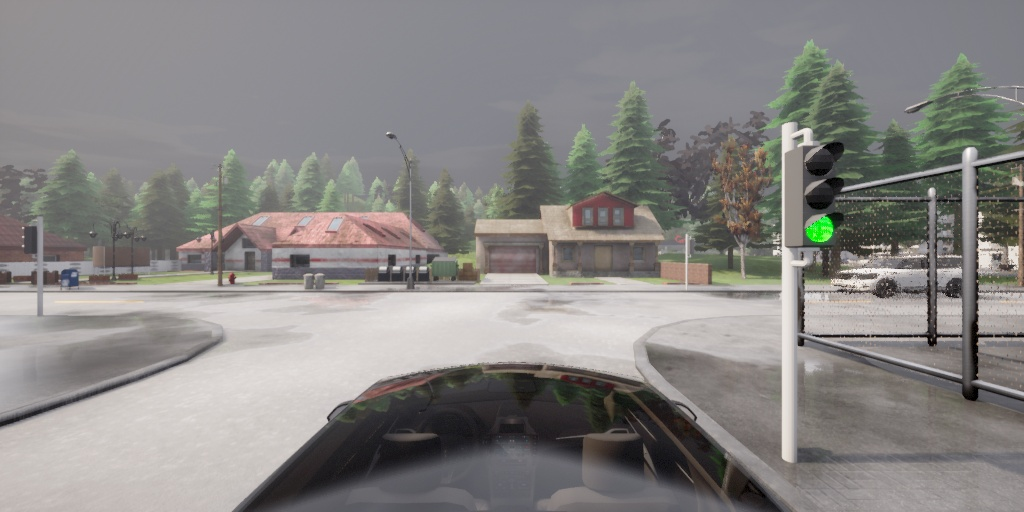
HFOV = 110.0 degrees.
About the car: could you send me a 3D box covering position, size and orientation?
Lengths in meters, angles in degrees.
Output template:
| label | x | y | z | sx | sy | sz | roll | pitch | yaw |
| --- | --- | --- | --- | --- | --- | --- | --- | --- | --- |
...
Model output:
| label | x | y | z | sx | sy | sz | roll | pitch | yaw |
| --- | --- | --- | --- | --- | --- | --- | --- | --- | --- |
| car | 19.065 | 0.964 | 17.664 | 5.566 | 2.045 | 2.150 | -1 | 0 | 0 |
